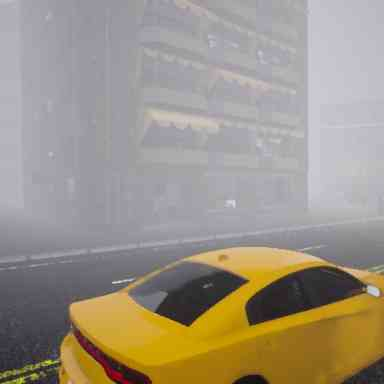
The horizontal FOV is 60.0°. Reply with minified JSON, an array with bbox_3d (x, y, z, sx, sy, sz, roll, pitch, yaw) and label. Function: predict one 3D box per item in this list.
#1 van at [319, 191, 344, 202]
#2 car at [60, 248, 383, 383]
[{"bbox_3d":[24.398,0.721,57.988,3.998,1.788,1.690,1,0,21],"label":"van"},{"bbox_3d":[1.017,1.467,4.218,5.008,1.535,1.882,0,0,-36],"label":"car"}]
